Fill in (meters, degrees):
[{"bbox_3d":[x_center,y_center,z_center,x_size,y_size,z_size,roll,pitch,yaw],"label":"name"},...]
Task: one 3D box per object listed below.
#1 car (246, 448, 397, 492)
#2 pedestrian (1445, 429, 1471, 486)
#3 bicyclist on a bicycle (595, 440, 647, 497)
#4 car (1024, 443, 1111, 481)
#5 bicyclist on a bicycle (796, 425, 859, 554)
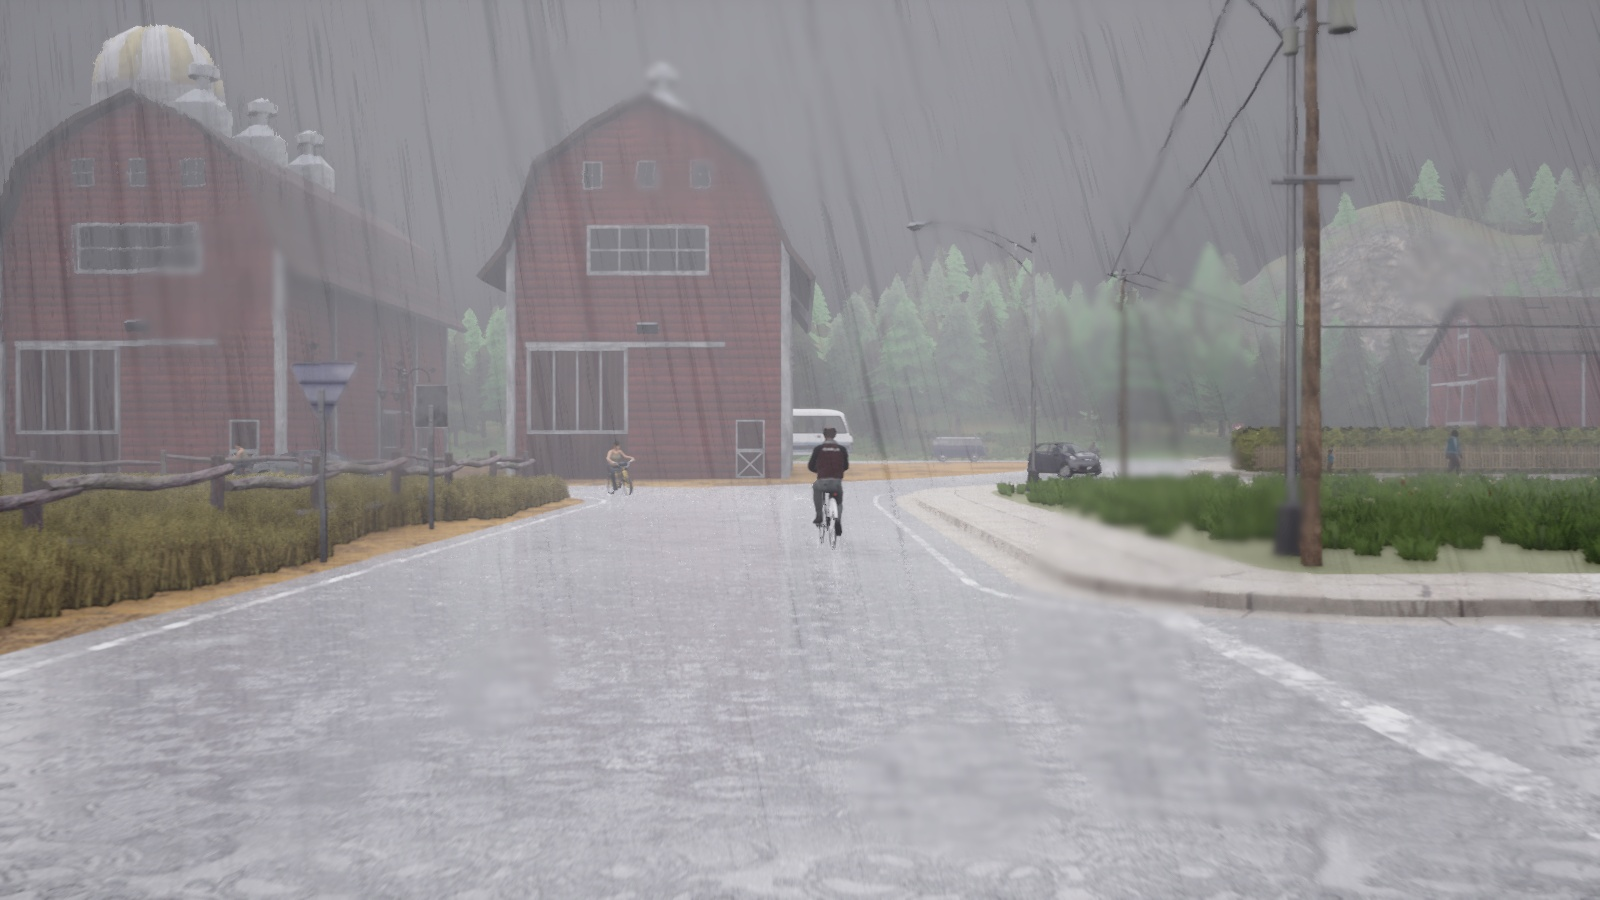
[{"bbox_3d":[-15.457,0.631,40.735,4.181,1.385,1.994,0,0,-2],"label":"car"},{"bbox_3d":[22.401,0.245,42.768,0.692,1.930,0.396,0,0,0],"label":"pedestrian"},{"bbox_3d":[-5.265,0.523,36.919,0.866,1.612,1.509,-3,2,-37],"label":"bicyclist on a bicycle"},{"bbox_3d":[11.267,0.468,53.039,1.845,1.501,3.633,-1,1,-23],"label":"car"},{"bbox_3d":[0.377,0.543,18.312,0.659,1.776,1.843,1,0,-7],"label":"bicyclist on a bicycle"}]
